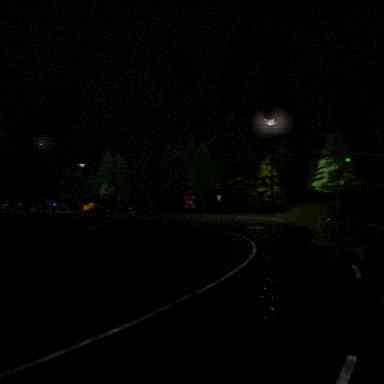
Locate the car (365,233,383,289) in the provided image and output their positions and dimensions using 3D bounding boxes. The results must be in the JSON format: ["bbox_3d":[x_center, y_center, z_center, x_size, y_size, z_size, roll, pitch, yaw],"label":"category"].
[{"bbox_3d":[5.957,1.786,9.272,1.895,1.301,4.718,-1,-1,24],"label":"car"}]

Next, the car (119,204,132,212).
[{"bbox_3d":[-12.165,2.735,56.860,1.895,1.301,4.718,1,-1,-38],"label":"car"}]

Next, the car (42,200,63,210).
[{"bbox_3d":[-27.918,2.538,65.562,2.150,2.045,5.566,1,-1,-38],"label":"car"}]

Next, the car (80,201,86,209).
[{"bbox_3d":[-17.161,2.628,57.574,1.882,1.535,5.008,1,-1,-38],"label":"car"}]

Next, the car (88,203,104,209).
[{"bbox_3d":[-21.425,3.077,74.237,1.895,1.301,4.718,1,-1,-38],"label":"car"}]

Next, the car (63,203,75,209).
[{"bbox_3d":[-26.901,2.952,69.887,1.994,1.385,4.181,1,-1,-38],"label":"car"}]

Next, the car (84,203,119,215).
[{"bbox_3d":[-12.541,2.466,45.971,2.033,1.411,5.357,1,-1,-38],"label":"car"}]

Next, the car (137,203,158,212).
[{"bbox_3d":[-7.657,2.608,56.777,1.882,1.535,5.008,1,-2,-38],"label":"car"}]

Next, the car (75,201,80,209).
[{"bbox_3d":[-24.280,2.798,72.211,2.097,1.767,4.553,1,-1,-38],"label":"car"}]
